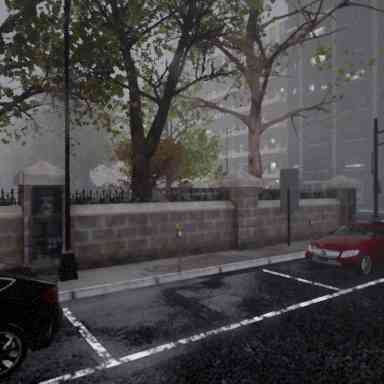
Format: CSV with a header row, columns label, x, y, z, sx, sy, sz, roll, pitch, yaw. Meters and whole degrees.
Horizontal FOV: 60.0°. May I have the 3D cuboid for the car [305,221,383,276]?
label,x,y,z,sx,sy,sz,roll,pitch,yaw
car,5.279,1.577,10.232,4.206,1.307,1.802,0,0,-35

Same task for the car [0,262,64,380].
label,x,y,z,sx,sy,sz,roll,pitch,yaw
car,-3.792,1.566,3.886,4.313,1.339,1.947,0,0,-35
